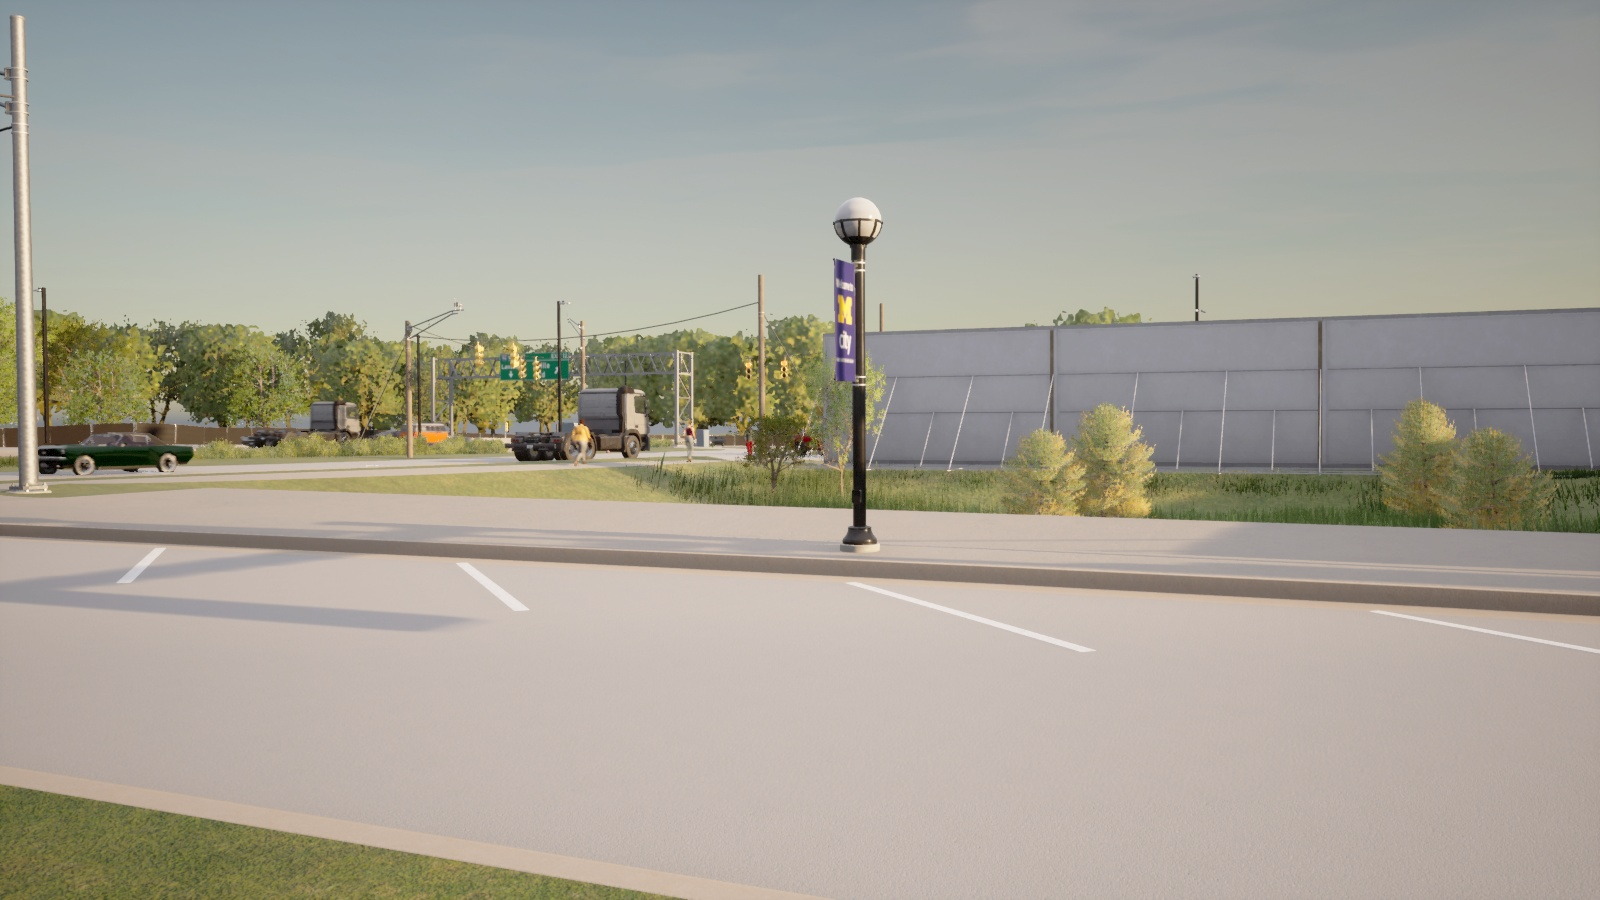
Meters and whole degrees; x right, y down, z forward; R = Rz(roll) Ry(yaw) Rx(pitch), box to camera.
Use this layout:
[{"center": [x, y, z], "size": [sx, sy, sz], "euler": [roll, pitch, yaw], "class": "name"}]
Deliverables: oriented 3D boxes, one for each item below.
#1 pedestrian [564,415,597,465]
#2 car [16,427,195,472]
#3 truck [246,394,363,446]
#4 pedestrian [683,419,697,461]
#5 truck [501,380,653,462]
[{"center": [-8.193, -0.395, 46.922], "size": [0.874, 1.855, 0.900], "euler": [1, 2, 21], "class": "pedestrian"}, {"center": [-21.517, -0.052, 39.143], "size": [1.895, 1.301, 4.718], "euler": [1, 1, 23], "class": "car"}, {"center": [-34.678, -2.071, 88.272], "size": [2.891, 3.462, 7.936], "euler": [1, 0, 23], "class": "truck"}, {"center": [-4.786, -0.442, 54.563], "size": [0.345, 1.836, 0.594], "euler": [1, 2, 22], "class": "pedestrian"}, {"center": [-9.986, -1.306, 57.263], "size": [2.891, 3.462, 7.936], "euler": [1, 1, 24], "class": "truck"}]
